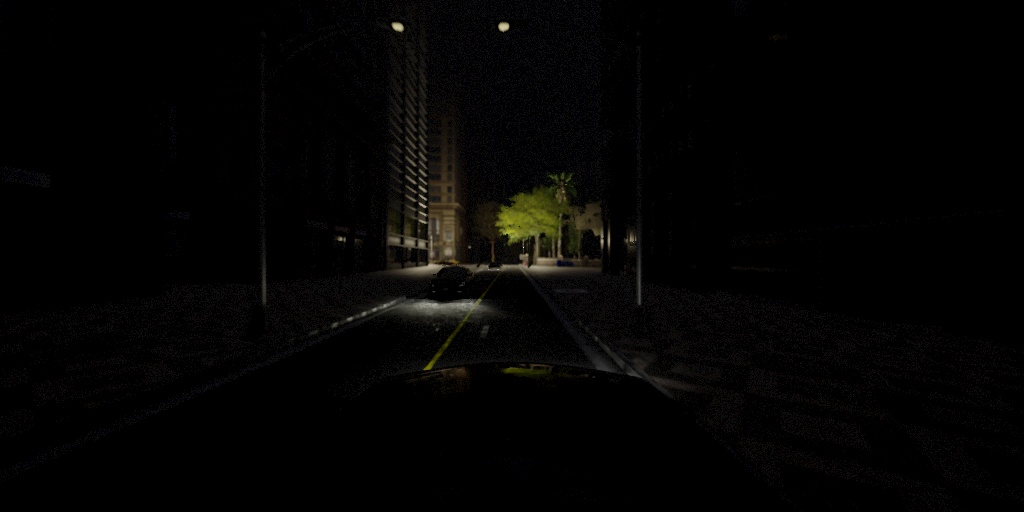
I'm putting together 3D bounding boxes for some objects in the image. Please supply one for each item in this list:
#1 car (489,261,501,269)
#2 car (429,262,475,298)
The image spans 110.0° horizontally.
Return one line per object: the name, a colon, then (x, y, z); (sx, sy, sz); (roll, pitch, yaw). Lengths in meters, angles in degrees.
car: (-3.074, 1.623, 64.113); (1.994, 1.385, 4.181); (0, 0, 1)
car: (-3.112, 1.302, 19.292); (1.882, 1.535, 5.008); (0, 0, 0)
